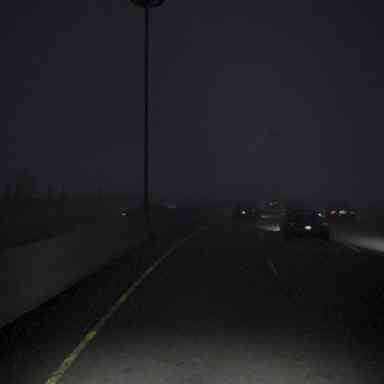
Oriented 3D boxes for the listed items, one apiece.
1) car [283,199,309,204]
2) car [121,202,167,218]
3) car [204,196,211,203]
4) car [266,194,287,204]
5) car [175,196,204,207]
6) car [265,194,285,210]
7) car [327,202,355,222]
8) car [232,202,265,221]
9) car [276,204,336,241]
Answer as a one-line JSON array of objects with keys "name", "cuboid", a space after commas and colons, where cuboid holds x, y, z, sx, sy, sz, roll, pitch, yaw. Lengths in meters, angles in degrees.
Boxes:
[{"name": "car", "cuboid": [10.715, 1.404, 33.712, 1.882, 1.535, 5.008, 0, 0, 22]}, {"name": "car", "cuboid": [-3.450, 1.457, 25.471, 2.033, 1.411, 5.357, 0, 0, 16]}, {"name": "car", "cuboid": [1.433, 1.325, 54.337, 2.128, 1.511, 4.902, 0, 0, 31]}, {"name": "car", "cuboid": [16.096, 1.212, 63.151, 2.097, 1.767, 4.553, 0, 0, 40]}, {"name": "car", "cuboid": [-0.483, 1.388, 43.373, 1.812, 1.442, 4.674, 0, 0, 25]}, {"name": "car", "cuboid": [10.357, 1.405, 41.207, 2.163, 1.488, 4.792, 0, 0, 26]}, {"name": "car", "cuboid": [11.504, 1.500, 26.025, 2.033, 1.411, 5.357, 0, 0, 18]}, {"name": "car", "cuboid": [4.401, 1.494, 26.444, 1.994, 1.385, 4.181, 0, 0, 17]}, {"name": "car", "cuboid": [5.469, 1.529, 16.514, 1.994, 1.385, 4.181, 0, 0, 11]}]
